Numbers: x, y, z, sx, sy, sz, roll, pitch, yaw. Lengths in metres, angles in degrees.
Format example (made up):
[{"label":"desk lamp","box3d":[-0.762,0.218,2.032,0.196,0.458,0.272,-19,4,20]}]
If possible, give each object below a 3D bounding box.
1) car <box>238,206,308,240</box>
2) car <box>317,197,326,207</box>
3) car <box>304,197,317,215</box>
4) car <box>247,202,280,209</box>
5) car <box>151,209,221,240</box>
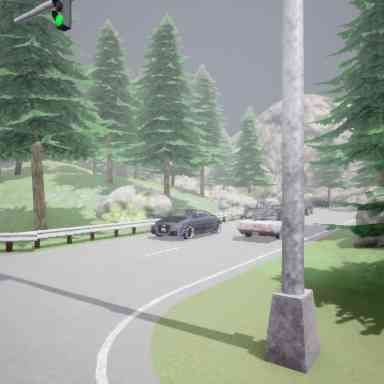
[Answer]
[{"label":"car","box3d":[4.230,1.639,17.247,1.895,1.301,4.718,0,0,35]},{"label":"car","box3d":[17.528,1.528,47.847,1.882,1.535,5.008,2,-1,-16]},{"label":"car","box3d":[11.138,1.520,33.880,1.837,1.490,4.892,0,0,28]},{"label":"car","box3d":[5.500,1.507,25.359,2.128,1.511,4.902,0,0,35]},{"label":"car","box3d":[-0.197,1.579,17.207,1.994,1.385,4.181,0,0,35]}]
